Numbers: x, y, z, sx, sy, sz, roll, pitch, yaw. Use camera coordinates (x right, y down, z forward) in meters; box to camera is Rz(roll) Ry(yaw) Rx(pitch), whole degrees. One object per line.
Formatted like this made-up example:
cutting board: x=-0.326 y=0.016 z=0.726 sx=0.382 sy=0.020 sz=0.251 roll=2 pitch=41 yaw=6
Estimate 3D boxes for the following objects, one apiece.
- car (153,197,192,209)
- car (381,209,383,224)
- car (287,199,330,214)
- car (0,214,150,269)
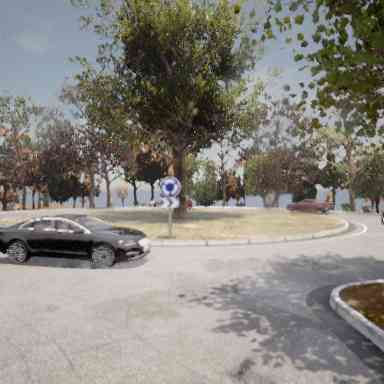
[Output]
car: x=-2.472 y=1.417 z=42.437 sx=5.008 sy=1.535 sz=1.882 roll=0 pitch=0 yaw=0
car: x=13.690 y=1.324 z=21.356 sx=2.097 sy=1.767 sz=4.553 roll=0 pitch=0 yaw=20
car: x=12.154 y=1.475 z=34.960 sx=1.812 sy=1.442 sz=4.674 roll=0 pitch=0 yaw=-31
car: x=-3.812 y=1.477 z=10.789 sx=4.902 sy=1.511 sz=2.128 roll=0 pitch=0 yaw=13
